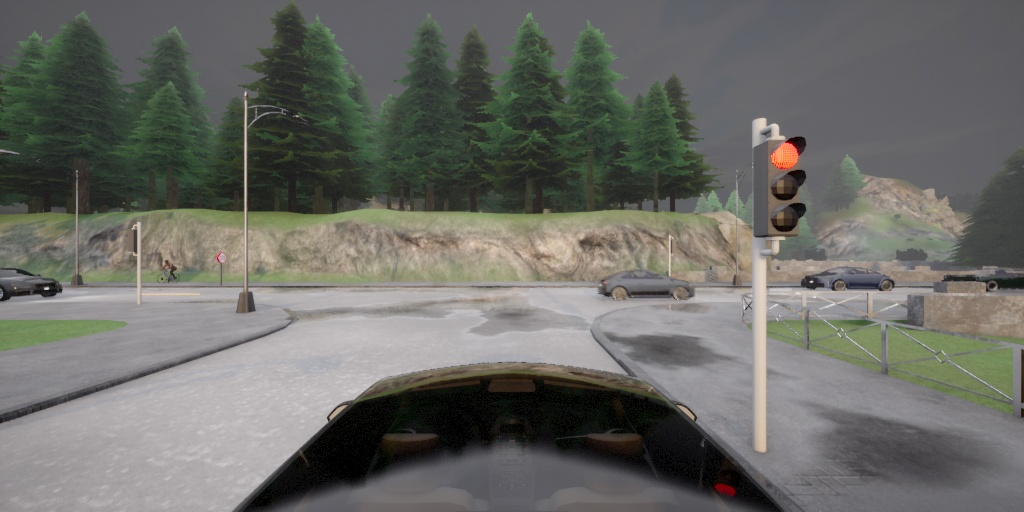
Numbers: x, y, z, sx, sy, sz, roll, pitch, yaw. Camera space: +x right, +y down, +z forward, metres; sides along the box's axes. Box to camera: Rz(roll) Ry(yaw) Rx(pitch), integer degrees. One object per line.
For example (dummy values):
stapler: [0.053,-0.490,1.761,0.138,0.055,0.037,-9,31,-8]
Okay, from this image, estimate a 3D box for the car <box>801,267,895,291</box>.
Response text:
car: [19.303,1.314,20.726,4.181,1.385,1.994,0,0,0]

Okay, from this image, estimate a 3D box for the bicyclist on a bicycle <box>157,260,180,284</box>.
bicyclist on a bicycle: [-23.915,1.099,24.975,0.582,1.620,1.656,0,0,0]

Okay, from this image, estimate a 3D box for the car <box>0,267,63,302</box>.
car: [-23.938,1.255,16.577,4.892,1.490,1.837,0,0,0]

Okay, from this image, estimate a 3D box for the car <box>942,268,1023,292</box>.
car: [28.097,1.351,20.712,4.718,1.301,1.895,0,0,0]

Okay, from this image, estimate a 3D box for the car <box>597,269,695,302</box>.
car: [6.074,1.314,16.542,4.181,1.385,1.994,0,0,0]
